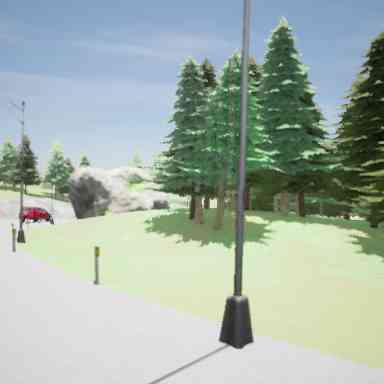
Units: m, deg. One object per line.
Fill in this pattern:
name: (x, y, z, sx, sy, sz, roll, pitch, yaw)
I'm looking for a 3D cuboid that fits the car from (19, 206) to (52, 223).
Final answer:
car: (-20.995, 3.018, 44.840, 2.150, 2.045, 5.566, 2, -4, 2)
